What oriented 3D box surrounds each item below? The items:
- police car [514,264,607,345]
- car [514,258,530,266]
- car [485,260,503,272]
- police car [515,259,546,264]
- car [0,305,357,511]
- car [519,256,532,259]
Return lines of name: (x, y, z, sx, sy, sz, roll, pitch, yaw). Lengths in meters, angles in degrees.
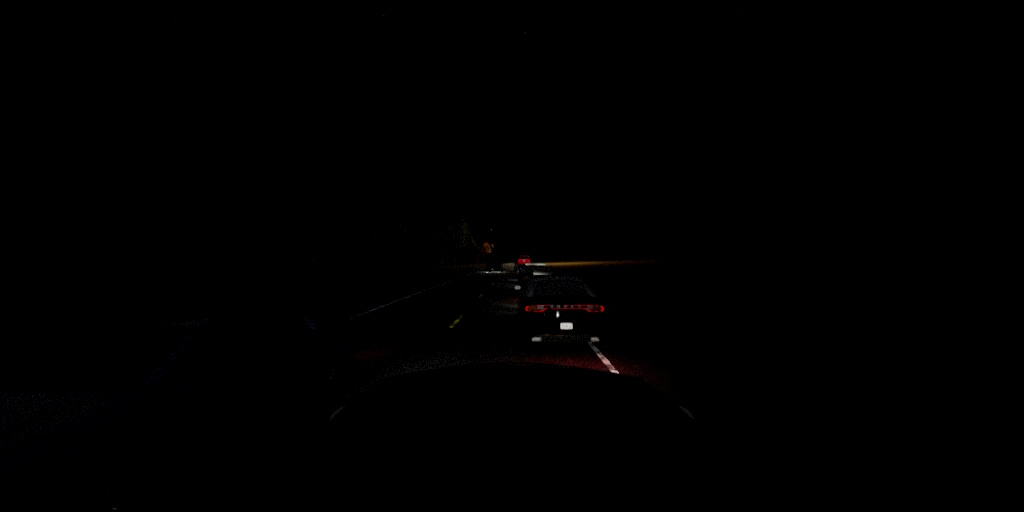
police car: (1.099, 1.173, 9.623, 1.930, 1.638, 5.238, 0, 0, 1)
car: (1.308, 1.332, 46.809, 1.895, 1.301, 4.718, 0, 0, 4)
car: (-2.272, 1.279, 47.125, 2.033, 1.411, 5.357, 0, 0, 3)
police car: (1.272, 1.171, 19.588, 1.930, 1.638, 5.238, 0, 0, 1)
car: (-3.583, 1.297, 3.864, 2.033, 1.411, 5.357, 0, 0, 0)
car: (2.099, 0.941, 59.935, 2.150, 2.045, 5.566, 0, 0, 4)
